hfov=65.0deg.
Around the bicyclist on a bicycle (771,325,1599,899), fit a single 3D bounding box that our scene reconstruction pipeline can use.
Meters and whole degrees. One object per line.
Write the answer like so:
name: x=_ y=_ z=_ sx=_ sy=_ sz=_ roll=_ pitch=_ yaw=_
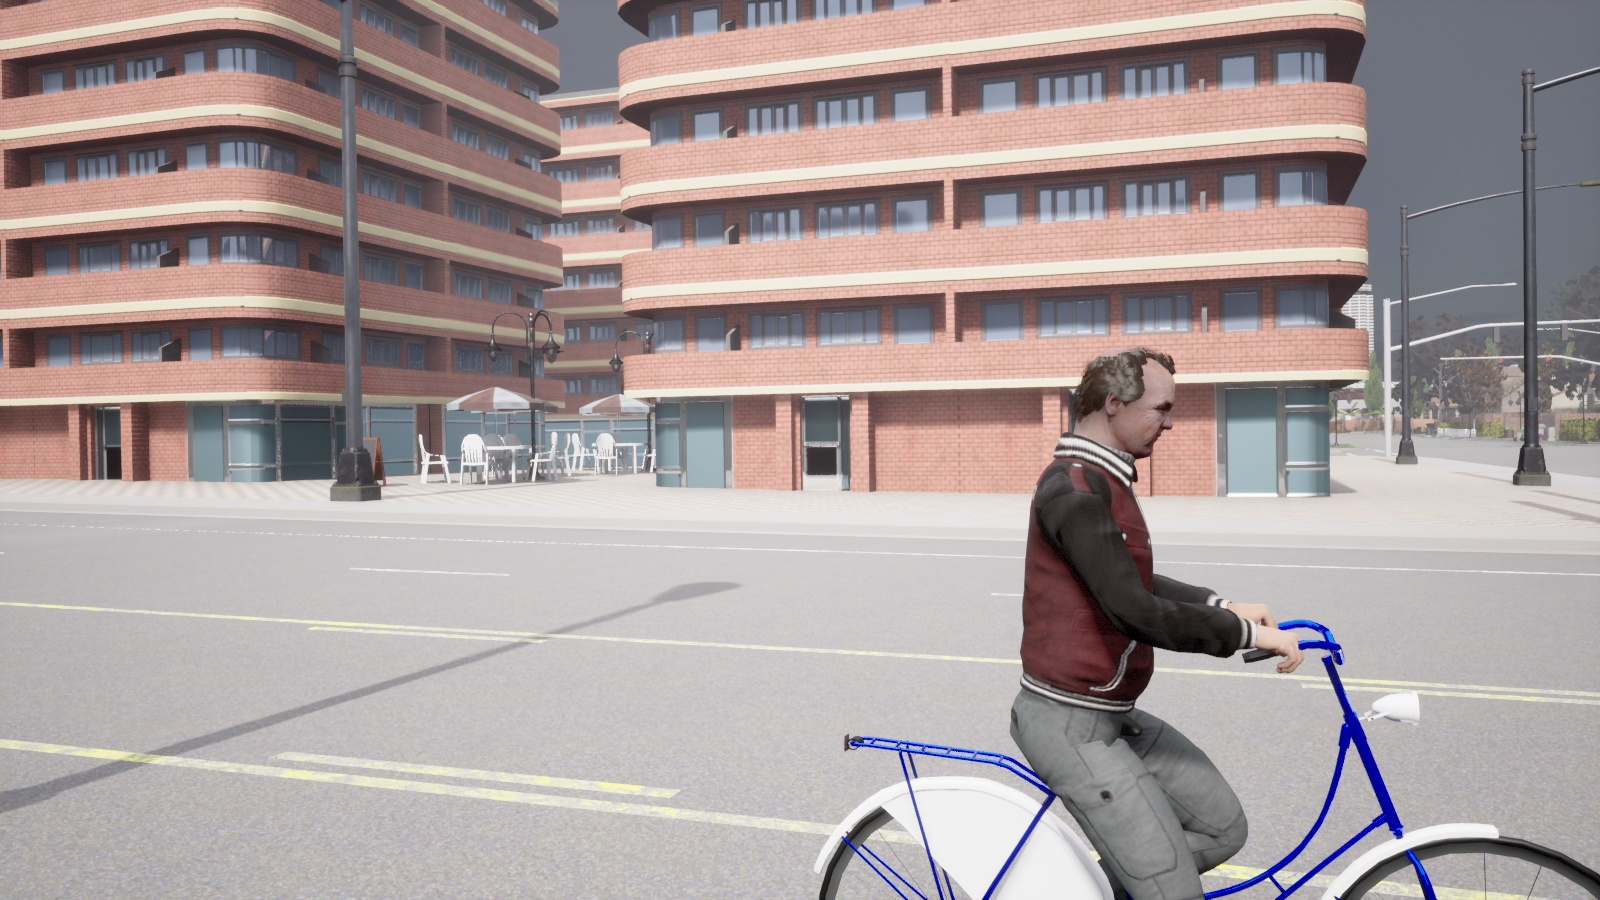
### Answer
bicyclist on a bicycle: x=0.913 y=0.654 z=2.814 sx=1.843 sy=1.776 sz=0.659 roll=0 pitch=1 yaw=18
